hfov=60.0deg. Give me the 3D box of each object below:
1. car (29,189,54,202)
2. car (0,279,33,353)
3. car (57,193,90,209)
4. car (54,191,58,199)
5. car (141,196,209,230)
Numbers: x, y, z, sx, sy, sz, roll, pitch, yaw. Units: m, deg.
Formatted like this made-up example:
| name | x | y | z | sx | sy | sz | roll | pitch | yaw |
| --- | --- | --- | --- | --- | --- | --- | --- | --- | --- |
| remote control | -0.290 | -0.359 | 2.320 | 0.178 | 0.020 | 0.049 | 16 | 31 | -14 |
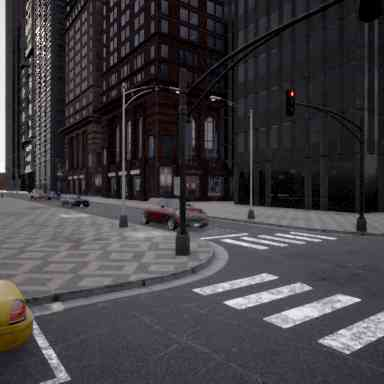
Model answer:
| name | x | y | z | sx | sy | sz | roll | pitch | yaw |
| --- | --- | --- | --- | --- | --- | --- | --- | --- | --- |
| car | -21.997 | 0.358 | 48.056 | 2.097 | 1.767 | 4.553 | 0 | 1 | -36 |
| car | -4.393 | 1.525 | 3.515 | 4.829 | 1.417 | 1.752 | 0 | 0 | -35 |
| car | -11.968 | 0.980 | 33.982 | 1.895 | 1.301 | 4.718 | 0 | 1 | -36 |
| car | -23.051 | 0.514 | 54.818 | 1.812 | 1.442 | 4.674 | 0 | 1 | -36 |
| car | -1.056 | 1.075 | 18.842 | 2.097 | 1.767 | 4.553 | 0 | 1 | -36 |
